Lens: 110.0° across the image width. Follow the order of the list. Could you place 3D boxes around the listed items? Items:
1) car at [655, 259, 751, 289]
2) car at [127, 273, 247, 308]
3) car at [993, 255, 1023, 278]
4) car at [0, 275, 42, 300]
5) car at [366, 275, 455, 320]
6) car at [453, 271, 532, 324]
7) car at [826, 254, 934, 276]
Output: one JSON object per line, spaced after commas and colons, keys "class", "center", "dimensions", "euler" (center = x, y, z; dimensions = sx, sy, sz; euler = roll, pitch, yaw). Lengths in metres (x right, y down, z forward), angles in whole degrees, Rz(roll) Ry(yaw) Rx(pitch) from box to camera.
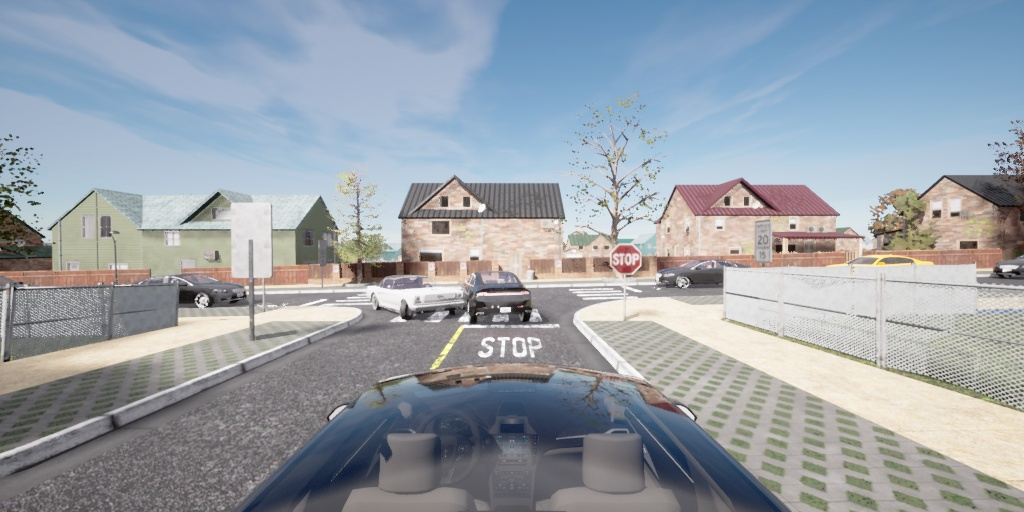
{"class": "car", "center": [10.335, 0.924, 19.445], "dimensions": [4.902, 1.511, 2.128], "euler": [-1, 1, 0]}
{"class": "car", "center": [-14.899, 1.565, 16.396], "dimensions": [4.902, 1.511, 2.128], "euler": [-1, 1, 0]}
{"class": "car", "center": [29.389, 0.476, 19.514], "dimensions": [4.902, 1.511, 2.128], "euler": [-1, 1, 0]}
{"class": "car", "center": [-24.236, 1.646, 16.358], "dimensions": [4.553, 1.767, 2.097], "euler": [-1, 1, 0]}
{"class": "car", "center": [-3.600, 1.367, 12.898], "dimensions": [1.895, 1.301, 4.718], "euler": [0, 0, -38]}
{"class": "car", "center": [-0.683, 1.242, 12.039], "dimensions": [2.128, 1.511, 4.902], "euler": [0, 0, -12]}
{"class": "car", "center": [19.765, 0.689, 19.479], "dimensions": [5.008, 1.535, 1.882], "euler": [-1, 1, -1]}
